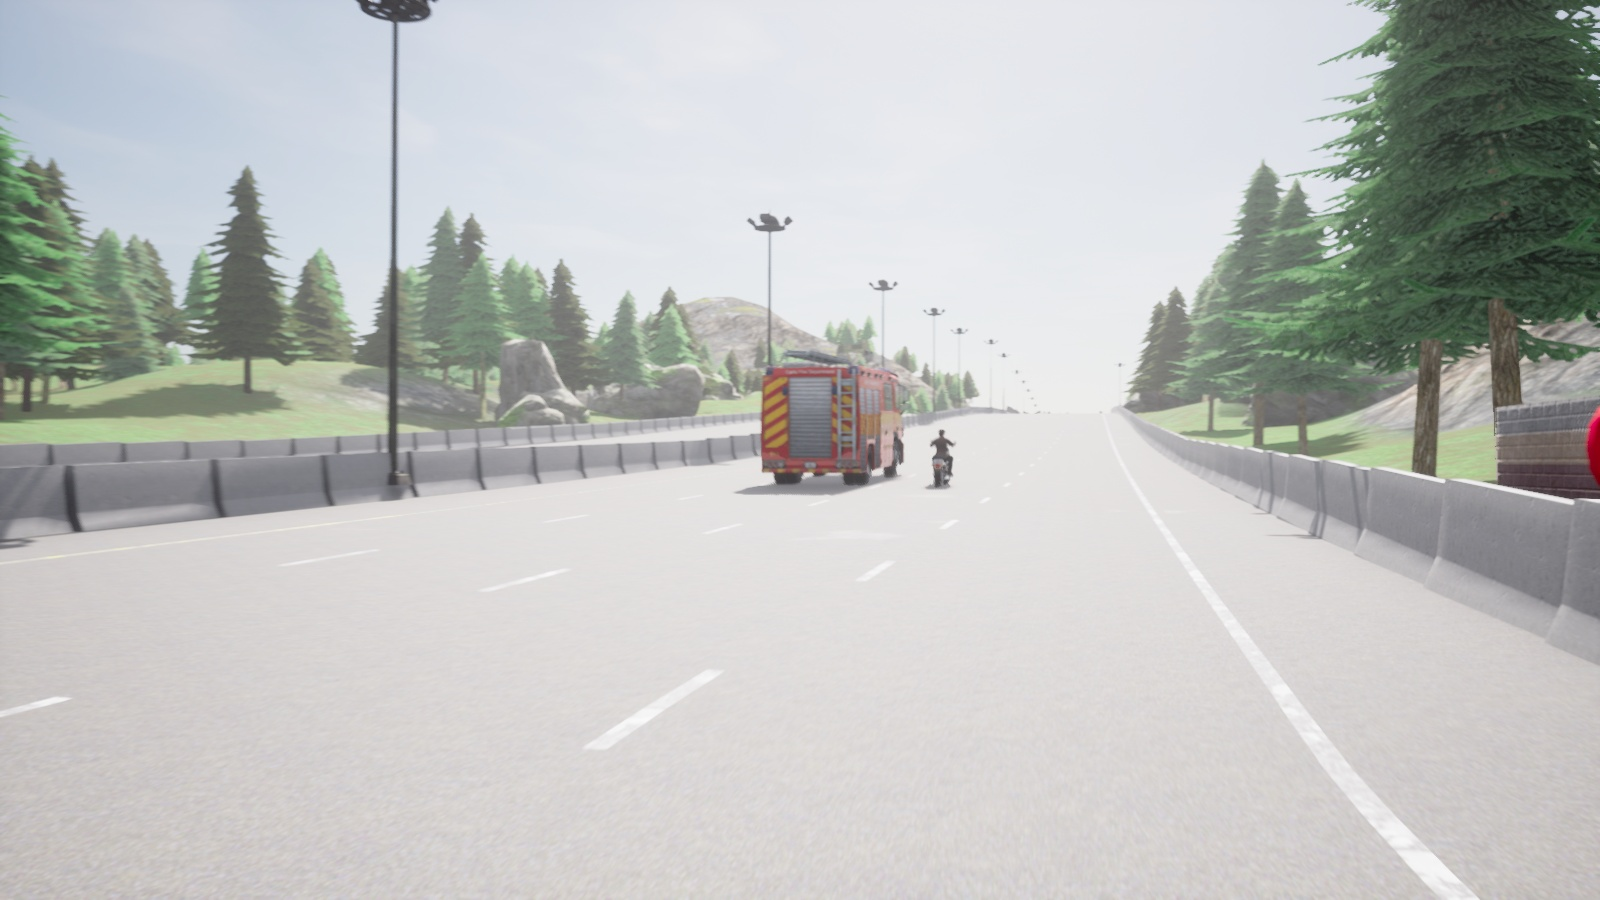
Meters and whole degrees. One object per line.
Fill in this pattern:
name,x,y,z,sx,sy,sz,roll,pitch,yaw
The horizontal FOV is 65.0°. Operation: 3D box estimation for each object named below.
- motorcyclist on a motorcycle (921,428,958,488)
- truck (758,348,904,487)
motorcyclist on a motorcycle,3.961,0.193,35.491,0.766,1.649,2.350,0,1,13
truck,1.192,-0.999,39.037,2.891,3.827,8.468,0,1,13
